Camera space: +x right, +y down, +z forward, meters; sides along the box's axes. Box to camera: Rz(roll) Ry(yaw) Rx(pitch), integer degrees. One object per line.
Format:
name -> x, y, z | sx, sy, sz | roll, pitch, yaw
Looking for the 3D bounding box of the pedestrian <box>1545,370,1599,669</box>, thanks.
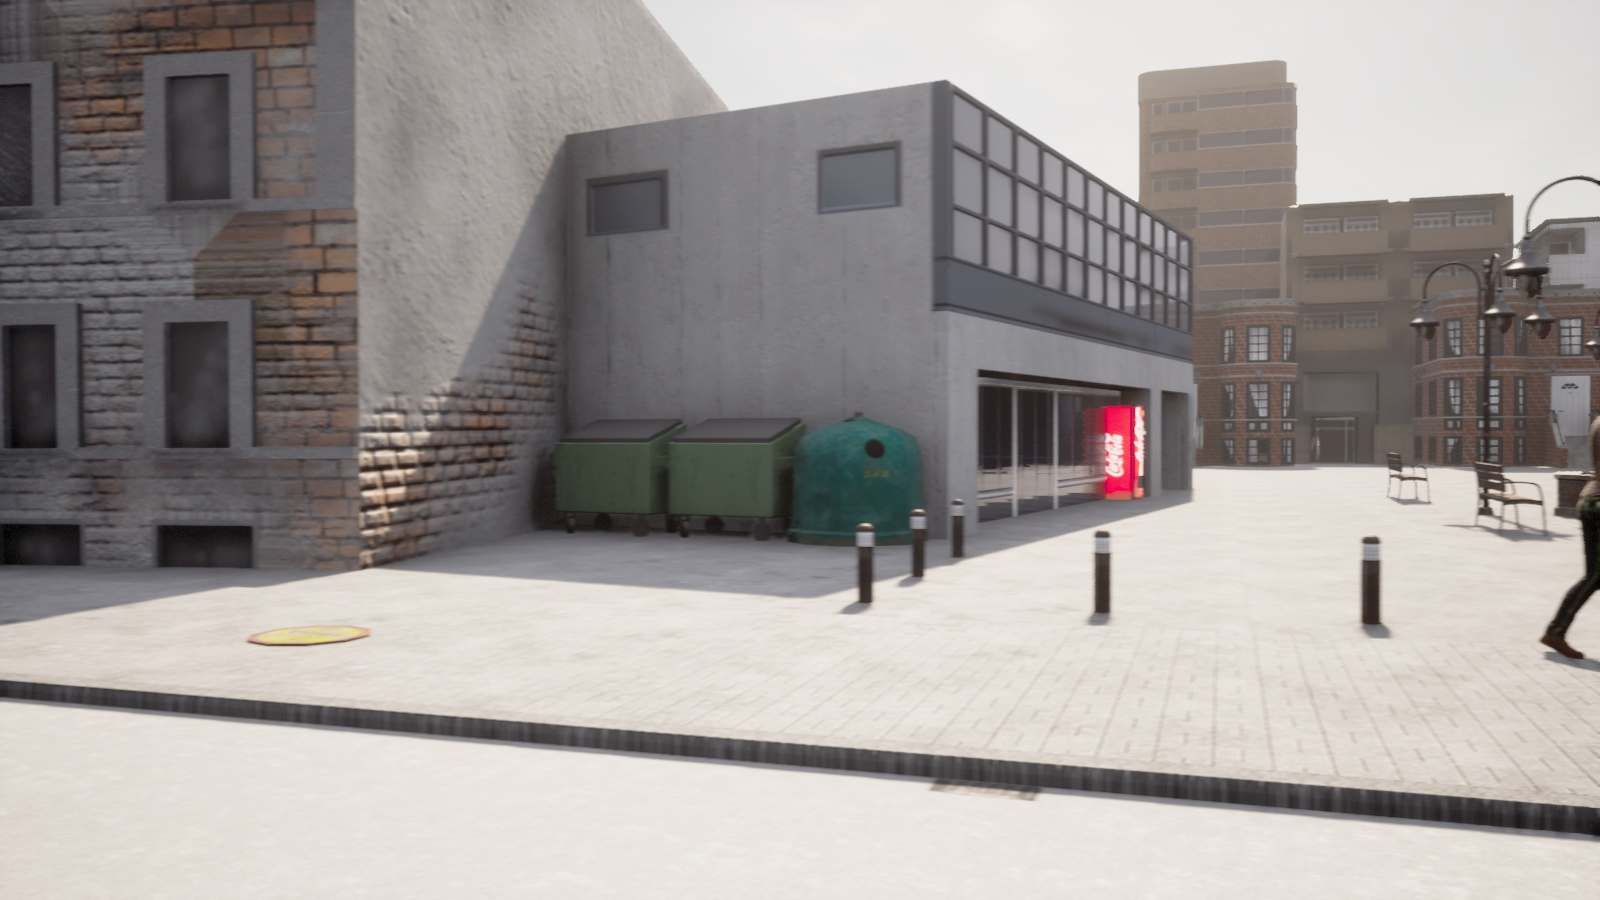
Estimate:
pedestrian -> 5.086, 0.429, 7.877 | 0.634, 1.846, 0.331 | 1, 1, 20
